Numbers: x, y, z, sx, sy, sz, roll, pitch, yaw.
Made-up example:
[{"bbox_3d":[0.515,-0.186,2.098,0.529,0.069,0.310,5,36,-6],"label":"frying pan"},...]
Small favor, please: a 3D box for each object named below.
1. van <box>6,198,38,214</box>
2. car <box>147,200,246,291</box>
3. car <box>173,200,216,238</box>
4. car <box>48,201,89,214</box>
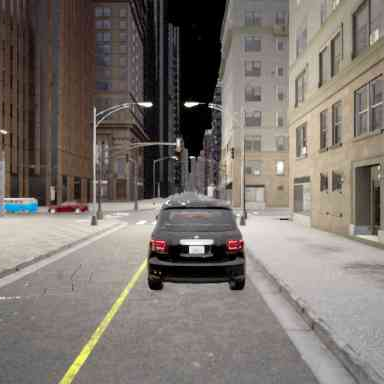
[{"bbox_3d":[-19.544,1.587,37.559,3.998,1.788,1.690,-1,0,0],"label":"van"},{"bbox_3d":[0.115,1.223,9.187,2.150,2.045,5.566,0,0,0],"label":"car"},{"bbox_3d":[0.126,1.356,18.636,2.097,1.767,4.553,0,0,0],"label":"car"},{"bbox_3d":[-13.917,1.723,37.529,4.507,1.381,1.887,-1,0,0],"label":"car"}]
